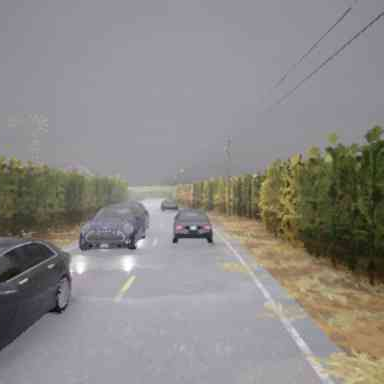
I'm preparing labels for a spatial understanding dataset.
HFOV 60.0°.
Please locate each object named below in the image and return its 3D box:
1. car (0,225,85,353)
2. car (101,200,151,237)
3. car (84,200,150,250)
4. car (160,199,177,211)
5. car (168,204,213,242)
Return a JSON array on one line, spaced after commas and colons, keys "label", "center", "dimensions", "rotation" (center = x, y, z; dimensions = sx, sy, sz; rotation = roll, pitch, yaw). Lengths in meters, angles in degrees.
[{"label": "car", "center": [-3.316, 1.508, 4.877], "dimensions": [1.837, 1.490, 4.892], "rotation": [0, 0, 0]}, {"label": "car", "center": [-3.558, 1.365, 18.820], "dimensions": [2.097, 1.767, 4.553], "rotation": [0, 0, -3]}, {"label": "car", "center": [-3.226, 1.362, 14.281], "dimensions": [2.097, 1.767, 4.553], "rotation": [0, 0, -2]}, {"label": "car", "center": [-2.873, 1.596, 41.659], "dimensions": [1.994, 1.385, 4.181], "rotation": [0, 0, -9]}, {"label": "car", "center": [-0.049, 1.561, 16.444], "dimensions": [2.033, 1.411, 5.357], "rotation": [0, 0, -2]}]
